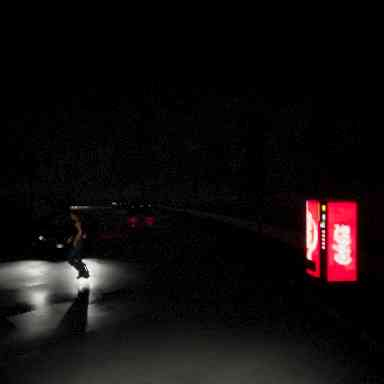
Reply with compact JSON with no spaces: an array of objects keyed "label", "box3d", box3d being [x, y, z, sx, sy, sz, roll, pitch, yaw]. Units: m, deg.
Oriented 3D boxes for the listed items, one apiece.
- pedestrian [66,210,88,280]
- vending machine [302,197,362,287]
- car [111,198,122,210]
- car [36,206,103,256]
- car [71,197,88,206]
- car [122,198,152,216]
[{"label":"pedestrian","box3d":[-2.961,1.294,8.543,0.375,1.860,0.375,0,0,-5]},{"label":"vending machine","box3d":[3.489,1.195,8.375,1.100,2.100,0.880,0,0,-5]},{"label":"car","box3d":[-9.292,1.547,43.787,2.033,1.411,5.357,0,0,-25]},{"label":"car","box3d":[-4.732,1.526,13.404,1.812,1.442,4.674,0,0,-8]},{"label":"car","box3d":[-18.056,1.477,53.169,1.882,1.535,5.008,0,0,-29]},{"label":"car","box3d":[-5.344,1.352,32.825,2.097,1.767,4.553,0,0,-17]}]
